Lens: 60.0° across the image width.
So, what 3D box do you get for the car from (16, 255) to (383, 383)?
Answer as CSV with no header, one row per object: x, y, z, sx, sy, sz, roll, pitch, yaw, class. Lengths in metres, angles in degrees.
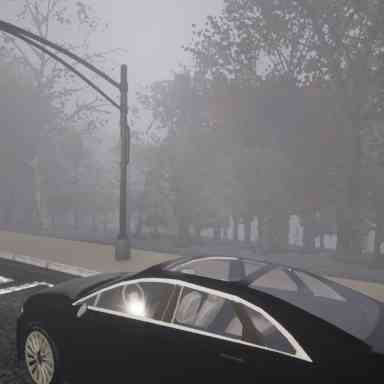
-0.006,1.491,3.705,4.902,1.511,2.128,0,0,34,car
